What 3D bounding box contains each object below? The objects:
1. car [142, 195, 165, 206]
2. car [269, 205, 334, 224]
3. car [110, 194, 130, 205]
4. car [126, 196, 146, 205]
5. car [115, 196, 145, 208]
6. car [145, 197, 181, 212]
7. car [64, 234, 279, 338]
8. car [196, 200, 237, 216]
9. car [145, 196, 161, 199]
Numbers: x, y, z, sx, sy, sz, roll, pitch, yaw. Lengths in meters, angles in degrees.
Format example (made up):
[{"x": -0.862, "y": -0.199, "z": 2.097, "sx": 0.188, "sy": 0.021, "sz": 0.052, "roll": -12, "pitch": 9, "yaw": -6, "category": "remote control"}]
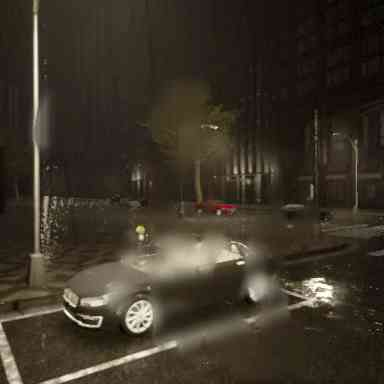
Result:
[{"x": -6.780, "y": 1.487, "z": 58.238, "sx": 2.097, "sy": 1.767, "sz": 4.553, "roll": 0, "pitch": 0, "yaw": -35, "category": "car"}, {"x": 8.369, "y": 1.663, "z": 25.699, "sx": 1.895, "sy": 1.301, "sz": 4.718, "roll": 0, "pitch": 0, "yaw": -36, "category": "car"}, {"x": -13.196, "y": 1.389, "z": 61.528, "sx": 2.150, "sy": 2.045, "sz": 5.566, "roll": 0, "pitch": 0, "yaw": -36, "category": "car"}, {"x": -10.779, "y": 1.633, "z": 63.736, "sx": 1.882, "sy": 1.535, "sz": 5.008, "roll": 0, "pitch": 0, "yaw": -36, "category": "car"}, {"x": -9.514, "y": 1.675, "z": 50.743, "sx": 1.812, "sy": 1.442, "sz": 4.674, "roll": 0, "pitch": 0, "yaw": -36, "category": "car"}, {"x": -3.400, "y": 1.666, "z": 42.124, "sx": 2.033, "sy": 1.411, "sz": 5.357, "roll": 0, "pitch": 0, "yaw": -36, "category": "car"}, {"x": -0.178, "y": 1.553, "z": 6.526, "sx": 4.403, "sy": 1.369, "sz": 2.008, "roll": 0, "pitch": 0, "yaw": -36, "category": "car"}, {"x": 2.414, "y": 1.568, "z": 34.005, "sx": 1.882, "sy": 1.535, "sz": 5.008, "roll": 0, "pitch": 0, "yaw": -36, "category": "car"}, {"x": -7.260, "y": 1.629, "z": 53.336, "sx": 2.128, "sy": 1.511, "sz": 4.902, "roll": 0, "pitch": 0, "yaw": -35, "category": "car"}]
